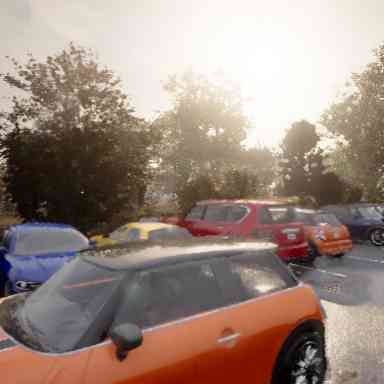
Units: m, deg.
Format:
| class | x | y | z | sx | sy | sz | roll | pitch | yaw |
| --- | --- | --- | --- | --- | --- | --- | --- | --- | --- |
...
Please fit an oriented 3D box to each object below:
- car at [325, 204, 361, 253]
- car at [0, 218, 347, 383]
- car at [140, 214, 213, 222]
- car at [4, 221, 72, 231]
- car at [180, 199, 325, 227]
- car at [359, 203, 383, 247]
| class | x | y | z | sx | sy | sz | roll | pitch | yaw |
| --- | --- | --- | --- | --- | --- | --- | --- | --- | --- |
| car | 3.427 | 1.393 | 12.468 | 2.185 | 1.767 | 4.553 | 0 | 0 | -36 |
| car | -0.678 | 1.356 | 3.459 | 4.553 | 1.767 | 2.097 | 0 | 0 | -35 |
| car | -1.334 | 1.494 | 9.337 | 1.946 | 1.575 | 5.366 | 0 | 0 | -36 |
| car | -3.394 | 1.486 | 7.645 | 2.097 | 1.535 | 5.008 | 0 | 0 | -36 |
| car | 1.025 | 1.256 | 10.827 | 2.435 | 2.045 | 5.566 | 0 | 0 | -36 |
| car | 7.823 | 1.414 | 15.682 | 2.185 | 1.767 | 4.553 | 0 | 0 | -36 |
